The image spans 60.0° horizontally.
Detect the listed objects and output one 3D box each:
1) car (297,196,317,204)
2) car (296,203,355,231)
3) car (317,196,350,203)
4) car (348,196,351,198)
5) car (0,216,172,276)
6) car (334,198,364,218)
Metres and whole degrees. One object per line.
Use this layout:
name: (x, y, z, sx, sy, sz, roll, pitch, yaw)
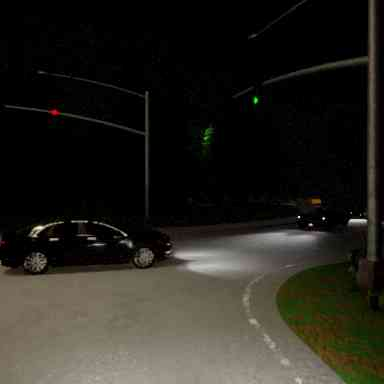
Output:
car: (19.634, 1.451, 56.053, 1.882, 1.535, 5.008, 0, 0, -16)
car: (8.297, 1.574, 20.809, 1.895, 1.301, 4.718, 0, 0, 41)
car: (16.496, 1.478, 39.071, 1.837, 1.490, 4.892, 0, 0, 8)
car: (20.789, 1.325, 46.342, 2.097, 1.767, 4.553, 0, 0, 3)
car: (-3.042, 1.494, 10.055, 4.892, 1.490, 1.837, 0, 1, -14)
car: (13.792, 1.537, 29.148, 1.994, 1.385, 4.181, 0, 0, 22)
